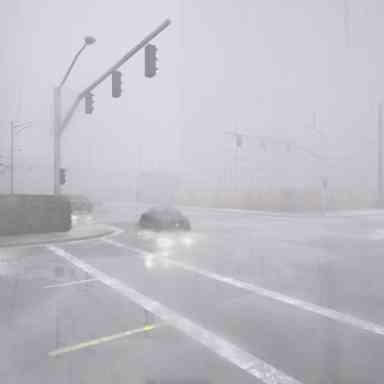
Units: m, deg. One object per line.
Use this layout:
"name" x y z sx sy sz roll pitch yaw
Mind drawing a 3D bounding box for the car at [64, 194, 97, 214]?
"car" -12.501 1.221 35.824 2.150 2.045 5.566 0 0 -35

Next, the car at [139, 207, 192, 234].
"car" -1.639 1.564 19.410 1.994 1.385 4.181 0 0 -26

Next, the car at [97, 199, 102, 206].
"car" -15.991 1.564 53.304 1.994 1.385 4.181 0 0 -35
